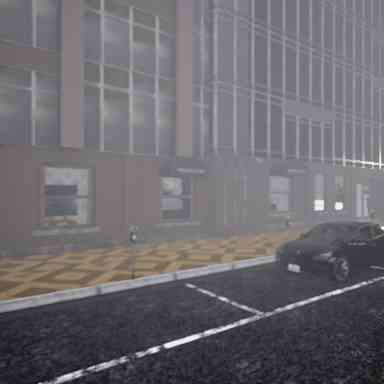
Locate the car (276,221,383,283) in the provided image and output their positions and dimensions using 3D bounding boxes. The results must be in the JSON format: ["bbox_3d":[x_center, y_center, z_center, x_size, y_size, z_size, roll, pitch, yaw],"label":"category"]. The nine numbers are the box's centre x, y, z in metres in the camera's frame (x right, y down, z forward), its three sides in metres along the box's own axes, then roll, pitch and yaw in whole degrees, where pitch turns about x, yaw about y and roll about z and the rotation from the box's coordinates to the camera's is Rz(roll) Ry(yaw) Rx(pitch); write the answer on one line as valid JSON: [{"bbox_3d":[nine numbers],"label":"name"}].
[{"bbox_3d":[4.347,1.538,9.648,4.313,1.339,1.947,0,1,-35],"label":"car"}]
